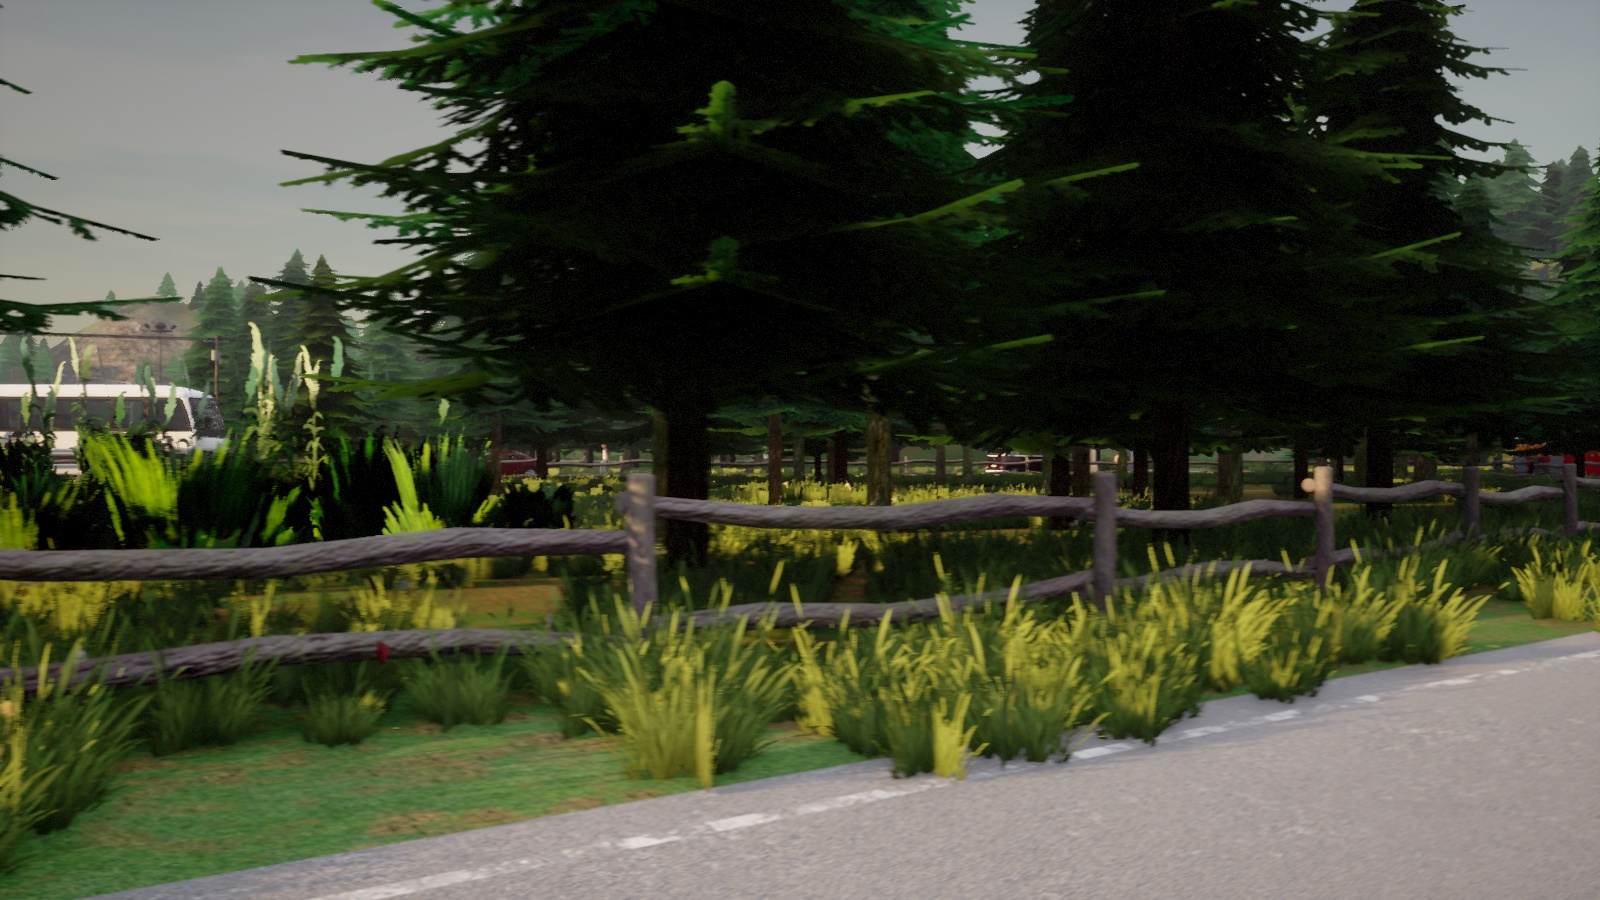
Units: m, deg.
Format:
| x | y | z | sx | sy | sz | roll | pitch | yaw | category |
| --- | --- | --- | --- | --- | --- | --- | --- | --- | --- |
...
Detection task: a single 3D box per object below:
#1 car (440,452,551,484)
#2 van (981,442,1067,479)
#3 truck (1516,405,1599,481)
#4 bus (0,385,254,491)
| x | y | z | sx | sy | sz | roll | pitch | yaw | category |
| --- | --- | --- | --- | --- | --- | --- | --- | --- | --- |
| -14.927 | 0.870 | 61.650 | 5.008 | 1.535 | 1.882 | 0 | 0 | -26 | car |
| 12.834 | 0.591 | 71.947 | 4.480 | 2.038 | 2.069 | 0 | 0 | -27 | van |
| 41.625 | -0.349 | 65.028 | 2.891 | 3.827 | 8.468 | 0 | 0 | -14 | truck |
| -28.769 | -0.472 | 52.394 | 10.273 | 4.253 | 3.944 | 0 | 0 | -4 | bus |
